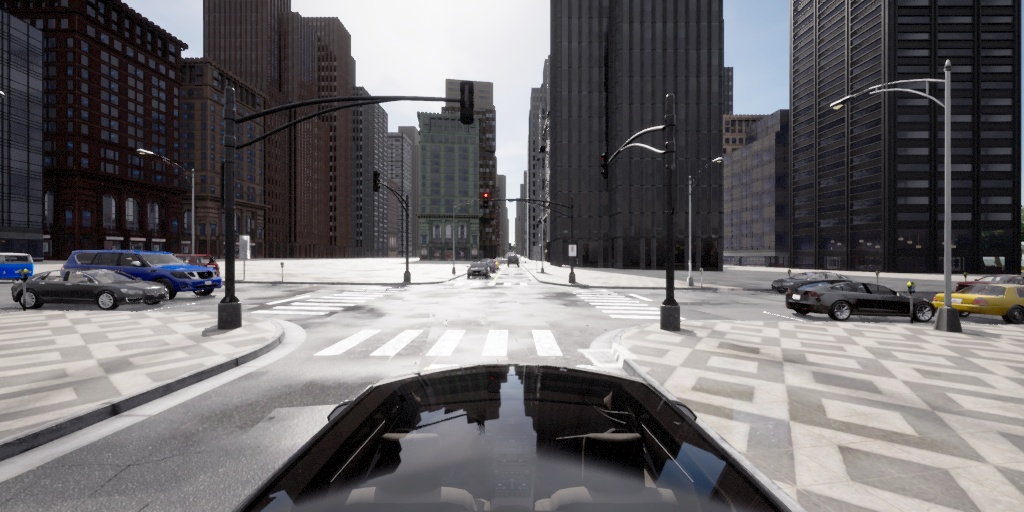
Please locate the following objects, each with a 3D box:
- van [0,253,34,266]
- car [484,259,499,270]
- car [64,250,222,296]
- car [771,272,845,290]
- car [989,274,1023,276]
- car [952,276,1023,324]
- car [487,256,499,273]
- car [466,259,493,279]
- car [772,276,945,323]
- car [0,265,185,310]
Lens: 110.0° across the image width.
[{"bbox_3d":[-31.105,0.679,21.224,3.998,1.789,1.690,0,0,0],"label":"van"},{"bbox_3d":[-2.982,1.225,53.527,1.882,1.535,5.008,0,0,0],"label":"car"},{"bbox_3d":[-15.814,0.771,15.419,5.566,2.045,2.150,1,0,0],"label":"car"},{"bbox_3d":[17.820,1.590,21.208,4.403,1.370,2.007,0,0,0],"label":"car"},{"bbox_3d":[29.106,1.765,21.183,4.507,1.381,1.888,0,0,0],"label":"car"},{"bbox_3d":[17.962,1.570,12.683,4.829,1.417,1.751,0,0,0],"label":"car"},{"bbox_3d":[-3.011,1.099,42.550,2.097,1.767,4.553,0,0,0],"label":"car"},{"bbox_3d":[-3.035,1.253,33.250,1.837,1.490,4.892,0,0,0],"label":"car"},{"bbox_3d":[12.150,1.523,12.696,4.313,1.339,1.948,0,0,0],"label":"car"},{"bbox_3d":[-14.758,1.116,12.661,4.403,1.370,2.007,0,0,0],"label":"car"}]
